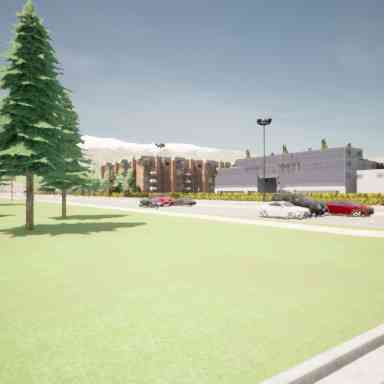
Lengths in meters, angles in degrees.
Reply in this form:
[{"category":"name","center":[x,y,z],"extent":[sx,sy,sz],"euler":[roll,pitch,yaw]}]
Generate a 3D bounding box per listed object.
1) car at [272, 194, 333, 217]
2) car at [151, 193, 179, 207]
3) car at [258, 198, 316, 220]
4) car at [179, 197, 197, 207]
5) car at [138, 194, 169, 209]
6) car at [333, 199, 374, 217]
[{"category":"car","center":[9.842,1.218,31.178],"extent":[2.150,2.045,5.566],"euler":[0,0,-36]},{"category":"car","center":[-4.836,1.221,51.392],"extent":[2.150,2.045,5.566],"euler":[0,0,-35]},{"category":"car","center":[7.713,1.523,28.196],"extent":[1.812,1.442,4.674],"euler":[0,0,-37]},{"category":"car","center":[-1.381,1.544,52.574],"extent":[2.033,1.411,5.357],"euler":[0,0,-35]},{"category":"car","center":[-5.772,1.488,46.682],"extent":[2.128,1.511,4.902],"euler":[0,0,-36]},{"category":"car","center":[14.270,1.474,31.054],"extent":[1.882,1.535,5.008],"euler":[0,0,-36]}]
